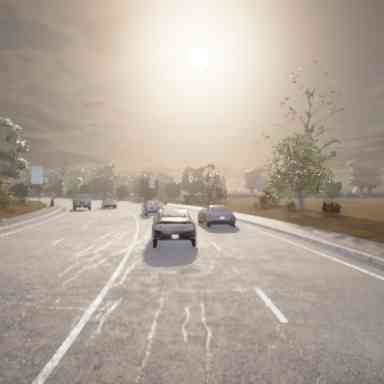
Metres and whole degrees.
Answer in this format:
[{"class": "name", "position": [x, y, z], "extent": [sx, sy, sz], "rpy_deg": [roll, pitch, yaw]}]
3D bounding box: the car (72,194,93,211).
[{"class": "car", "position": [-13.853, 1.285, 42.058], "extent": [2.150, 2.045, 5.566], "rpy_deg": [0, 0, -18]}]

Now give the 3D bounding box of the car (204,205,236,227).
[{"class": "car", "position": [1.603, 1.588, 22.857], "extent": [1.994, 1.385, 4.181], "rpy_deg": [0, 0, -8]}]

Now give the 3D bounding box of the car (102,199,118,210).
[{"class": "car", "position": [-11.346, 1.614, 45.686], "extent": [2.033, 1.411, 5.357], "rpy_deg": [0, 0, -18]}]

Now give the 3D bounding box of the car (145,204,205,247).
[{"class": "car", "position": [-0.911, 1.511, 15.301], "extent": [2.128, 1.511, 4.902], "rpy_deg": [0, 0, -6]}]

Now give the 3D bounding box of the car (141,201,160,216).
[{"class": "car", "position": [-4.049, 1.593, 33.641], "extent": [2.033, 1.411, 5.357], "rpy_deg": [0, 0, -14]}]
